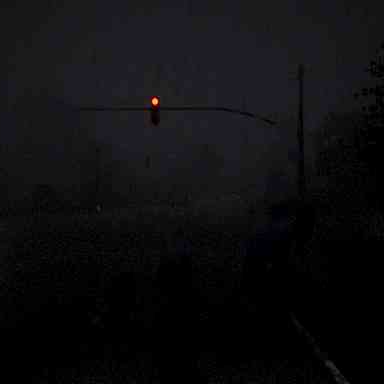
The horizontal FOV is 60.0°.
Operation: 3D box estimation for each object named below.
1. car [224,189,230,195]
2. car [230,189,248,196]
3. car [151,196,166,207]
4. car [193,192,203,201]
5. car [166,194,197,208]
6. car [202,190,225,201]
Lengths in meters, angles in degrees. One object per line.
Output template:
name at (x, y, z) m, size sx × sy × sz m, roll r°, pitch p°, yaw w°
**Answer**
car at (8.144, -0.052, 76.735) m, size 2.033 × 1.411 × 5.357 m, roll 0°, pitch 4°, yaw 30°
car at (11.037, -0.038, 74.758) m, size 2.033 × 1.411 × 5.357 m, roll 0°, pitch 4°, yaw 30°
car at (-4.430, 1.361, 48.673) m, size 2.128 × 1.511 × 4.902 m, roll 0°, pitch 1°, yaw 17°
car at (1.011, 0.821, 63.097) m, size 1.837 × 1.490 × 4.892 m, roll 0°, pitch 3°, yaw 24°
car at (-1.432, 1.439, 46.647) m, size 2.033 × 1.411 × 5.357 m, roll 0°, pitch 1°, yaw 17°
car at (4.055, 0.899, 61.366) m, size 1.994 × 1.385 × 4.181 m, roll 0°, pitch 3°, yaw 24°
